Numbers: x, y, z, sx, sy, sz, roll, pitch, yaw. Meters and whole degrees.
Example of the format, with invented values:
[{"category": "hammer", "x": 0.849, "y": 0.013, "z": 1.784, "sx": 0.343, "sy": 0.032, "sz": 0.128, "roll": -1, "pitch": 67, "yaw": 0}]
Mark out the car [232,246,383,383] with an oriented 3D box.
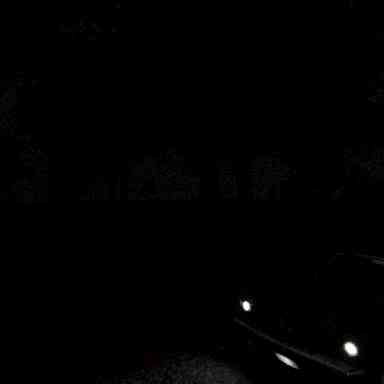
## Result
[{"category": "car", "x": 2.892, "y": 1.587, "z": 4.998, "sx": 4.718, "sy": 1.301, "sz": 1.895, "roll": 0, "pitch": 0, "yaw": -34}]
